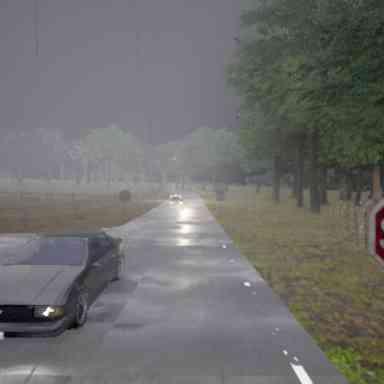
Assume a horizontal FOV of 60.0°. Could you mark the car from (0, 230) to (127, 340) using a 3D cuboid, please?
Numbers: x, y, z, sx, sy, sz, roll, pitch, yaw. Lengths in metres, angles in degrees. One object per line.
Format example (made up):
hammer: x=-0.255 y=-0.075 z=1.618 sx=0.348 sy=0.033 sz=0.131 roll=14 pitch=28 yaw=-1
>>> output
car: x=-2.740 y=1.600 z=7.283 sx=2.033 sy=1.411 sz=5.357 roll=0 pitch=0 yaw=0

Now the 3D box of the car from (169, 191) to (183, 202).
car: x=-2.733 y=0.727 z=57.572 sx=2.097 sy=1.767 sz=4.553 roll=0 pitch=1 yaw=0
